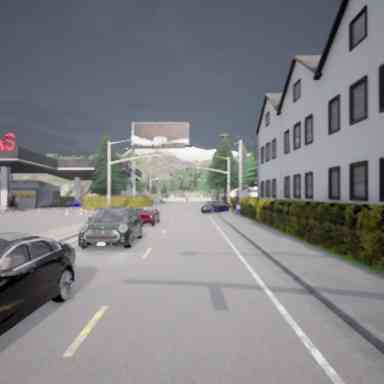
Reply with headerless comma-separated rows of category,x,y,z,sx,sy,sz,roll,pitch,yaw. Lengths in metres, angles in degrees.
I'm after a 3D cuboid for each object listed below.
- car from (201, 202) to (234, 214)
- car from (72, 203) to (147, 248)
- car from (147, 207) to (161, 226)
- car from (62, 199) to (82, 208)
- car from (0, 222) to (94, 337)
car,3.167,1.934,40.359,4.181,1.385,1.994,1,-2,-38
car,-3.565,1.477,15.339,2.097,1.767,4.553,0,0,0
car,-3.531,1.805,25.231,1.895,1.301,4.718,0,0,1
car,-22.091,2.178,62.903,4.611,1.667,2.242,0,0,0
car,-3.564,1.538,5.616,2.128,1.511,4.902,0,0,2
